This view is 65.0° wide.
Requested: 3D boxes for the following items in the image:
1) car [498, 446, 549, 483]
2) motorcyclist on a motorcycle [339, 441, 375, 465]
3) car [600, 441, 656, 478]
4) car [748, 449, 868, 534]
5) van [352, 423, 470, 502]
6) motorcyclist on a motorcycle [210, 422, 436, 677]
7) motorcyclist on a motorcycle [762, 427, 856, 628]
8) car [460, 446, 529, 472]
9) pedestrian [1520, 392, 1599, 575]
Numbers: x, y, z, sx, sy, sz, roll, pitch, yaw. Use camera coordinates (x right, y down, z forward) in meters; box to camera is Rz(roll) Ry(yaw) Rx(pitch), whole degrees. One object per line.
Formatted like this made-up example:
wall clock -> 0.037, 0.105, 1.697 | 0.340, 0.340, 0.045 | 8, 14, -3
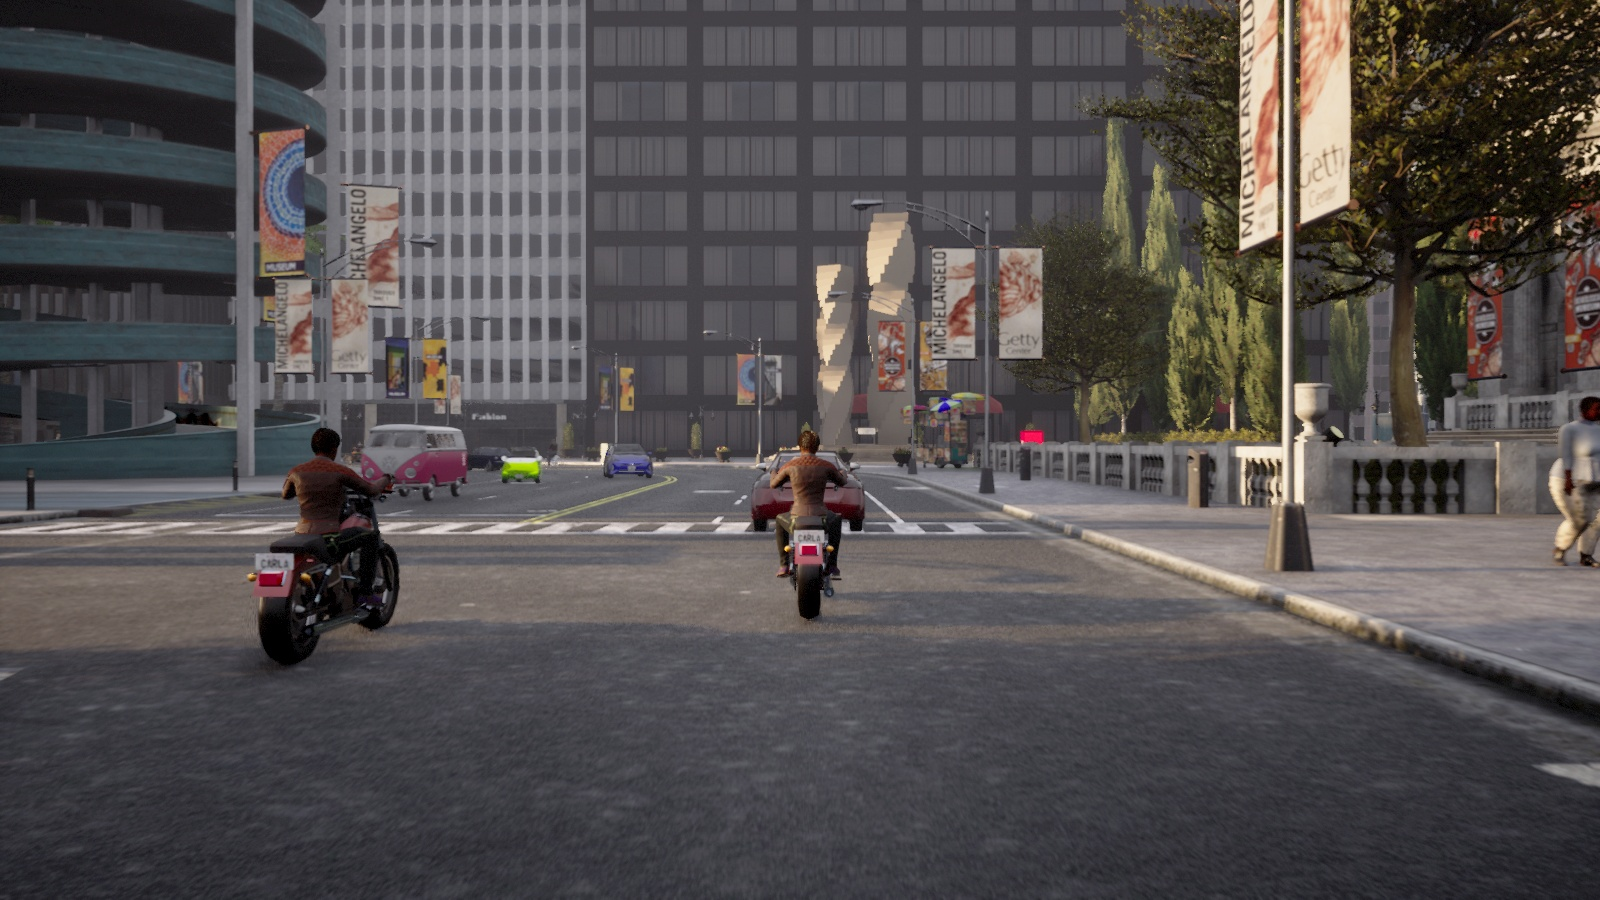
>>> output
car -> -10.351, 0.530, 47.050 | 1.481, 1.376, 2.207 | 0, 0, -2
motorcyclist on a motorcycle -> -30.301, 0.192, 85.851 | 2.350, 1.649, 0.766 | 0, 1, 21
car -> -7.484, 0.384, 54.241 | 2.007, 1.525, 4.514 | 0, 0, -13
car -> 0.146, 0.682, 22.950 | 1.994, 1.385, 4.181 | 0, 0, 0
van -> -10.298, 0.303, 33.579 | 1.775, 1.987, 4.442 | 0, 0, 0
motorcyclist on a motorcycle -> -3.432, 0.642, 9.308 | 0.766, 1.649, 2.350 | 0, 0, 0
motorcyclist on a motorcycle -> 0.081, 0.633, 11.472 | 0.766, 1.649, 2.350 | 0, 0, 0
car -> -16.207, 0.462, 66.415 | 1.895, 1.301, 4.718 | 0, 0, -36
pedestrian -> 8.333, 0.336, 13.259 | 0.874, 1.855, 0.900 | 0, 0, -16
